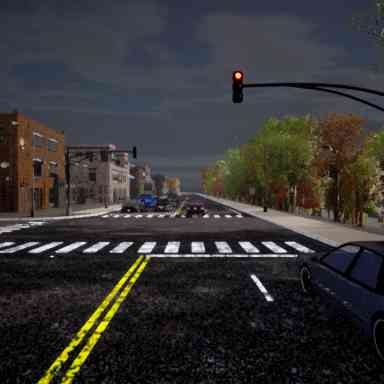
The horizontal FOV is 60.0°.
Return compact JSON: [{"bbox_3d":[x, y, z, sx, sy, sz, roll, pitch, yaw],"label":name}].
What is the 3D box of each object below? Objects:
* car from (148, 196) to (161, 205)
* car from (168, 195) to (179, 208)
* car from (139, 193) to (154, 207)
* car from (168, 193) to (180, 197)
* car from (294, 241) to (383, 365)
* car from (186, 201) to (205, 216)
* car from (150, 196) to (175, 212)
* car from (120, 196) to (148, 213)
[{"bbox_3d":[-6.623,1.518,59.327,1.812,1.442,4.674,0,0,0],"label":"car"},{"bbox_3d":[-3.361,1.557,48.595,1.994,1.385,4.181,0,0,0],"label":"car"},{"bbox_3d":[-6.616,1.215,47.900,2.150,2.045,5.566,0,0,0],"label":"car"},{"bbox_3d":[-3.377,1.214,59.270,2.150,2.045,5.566,0,0,0],"label":"car"},{"bbox_3d":[3.353,1.546,5.573,2.033,1.411,5.357,0,0,0],"label":"car"},{"bbox_3d":[0.316,1.541,32.723,2.033,1.411,5.357,0,0,1],"label":"car"},{"bbox_3d":[-3.345,1.498,38.680,1.837,1.490,4.892,0,0,0],"label":"car"},{"bbox_3d":[-6.598,1.541,37.381,2.033,1.411,5.357,0,0,0],"label":"car"}]
